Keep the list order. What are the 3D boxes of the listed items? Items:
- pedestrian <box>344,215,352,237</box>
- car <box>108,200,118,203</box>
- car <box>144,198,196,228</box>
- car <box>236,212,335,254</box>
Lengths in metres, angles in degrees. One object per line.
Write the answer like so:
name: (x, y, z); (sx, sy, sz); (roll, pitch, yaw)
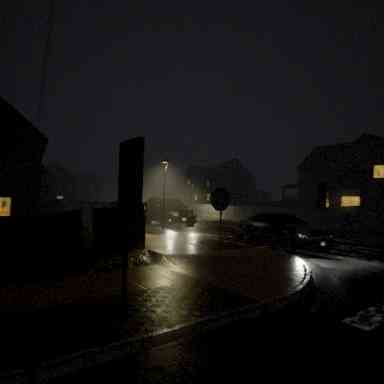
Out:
pedestrian: (8.300, 1.447, 17.670); (0.375, 1.860, 0.375); (2, -1, -31)
car: (-10.535, 1.946, 45.128); (2.097, 1.767, 4.553); (2, -2, -18)
car: (-1.712, 1.450, 23.988); (2.150, 2.045, 5.566); (3, -2, -26)
car: (3.566, 1.558, 13.605); (1.812, 1.442, 4.674); (3, -2, -25)
